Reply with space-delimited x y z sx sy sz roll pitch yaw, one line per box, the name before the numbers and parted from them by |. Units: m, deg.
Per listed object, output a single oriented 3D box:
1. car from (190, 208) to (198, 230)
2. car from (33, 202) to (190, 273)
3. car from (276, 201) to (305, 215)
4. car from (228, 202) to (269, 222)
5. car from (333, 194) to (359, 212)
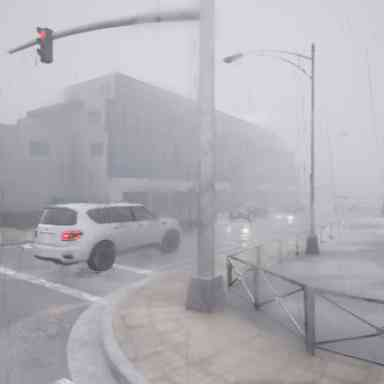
car | -0.382 1.656 20.492 1.994 1.385 4.181 0 0 36
car | -2.640 1.358 11.700 2.150 2.045 5.566 -1 0 34
car | 10.613 1.626 35.730 1.994 1.385 4.181 0 0 36
car | 4.759 1.583 27.630 1.837 1.490 4.892 0 0 36
car | 19.071 1.286 41.159 2.150 2.045 5.566 0 0 36
